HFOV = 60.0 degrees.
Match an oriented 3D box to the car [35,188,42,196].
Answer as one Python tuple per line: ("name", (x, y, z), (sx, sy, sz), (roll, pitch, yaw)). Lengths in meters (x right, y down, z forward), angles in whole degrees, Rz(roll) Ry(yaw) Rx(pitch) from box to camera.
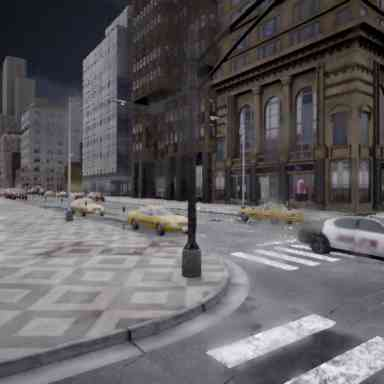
("car", (-34.276, 0.045, 77.398), (2.192, 1.841, 5.009), (1, 0, -35))

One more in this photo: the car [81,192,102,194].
("car", (-14.559, 0.692, 49.676), (1.967, 1.590, 4.097), (1, 0, -35))

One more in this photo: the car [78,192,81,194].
("car", (-17.849, 0.707, 54.297), (1.887, 1.381, 4.507), (1, 0, -35))

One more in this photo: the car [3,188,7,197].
("car", (-31.359, 0.259, 58.592), (2.192, 1.841, 5.009), (1, 0, -35))

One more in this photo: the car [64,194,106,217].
("car", (-8.257, 1.104, 26.108), (1.752, 1.417, 4.829), (2, 0, -35))

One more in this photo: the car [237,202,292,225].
("car", (5.060, 1.325, 22.092), (1.752, 1.417, 4.829), (1, 0, -35))

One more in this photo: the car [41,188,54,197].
("car", (-31.093, 0.336, 72.916), (1.752, 1.417, 4.829), (1, 0, -35))

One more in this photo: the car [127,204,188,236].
("car", (-1.684, 1.289, 16.866), (1.752, 1.417, 4.829), (2, 0, -35))

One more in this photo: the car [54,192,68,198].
("car", (-24.423, 0.567, 63.537), (1.802, 1.307, 4.206), (1, 0, -35))

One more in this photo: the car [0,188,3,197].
("car", (-37.937, 0.212, 67.833), (1.967, 1.590, 4.097), (1, 0, -35))

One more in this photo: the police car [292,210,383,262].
("police car", (6.027, 1.474, 10.765), (2.038, 1.542, 4.974), (0, 2, -35))

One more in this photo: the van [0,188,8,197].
("van", (-41.221, 0.029, 72.454), (1.690, 1.788, 3.998), (1, 0, -35))

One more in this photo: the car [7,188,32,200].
("car", (-28.072, 0.346, 53.971), (2.192, 1.841, 5.009), (1, 0, -35))
